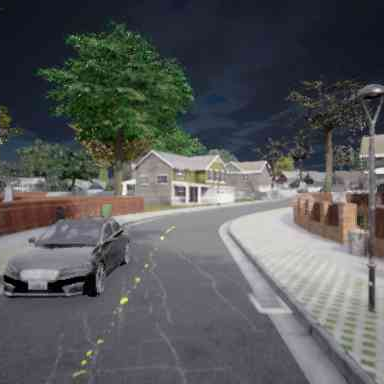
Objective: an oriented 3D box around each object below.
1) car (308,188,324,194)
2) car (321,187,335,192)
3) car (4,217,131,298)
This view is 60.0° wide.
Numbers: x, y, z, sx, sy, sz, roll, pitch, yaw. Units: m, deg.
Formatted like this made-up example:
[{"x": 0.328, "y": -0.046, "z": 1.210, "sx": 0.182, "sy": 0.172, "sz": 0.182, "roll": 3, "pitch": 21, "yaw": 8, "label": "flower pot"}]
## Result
[{"x": 20.615, "y": 0.527, "z": 55.614, "sx": 1.882, "sy": 1.535, "sz": 5.008, "roll": -1, "pitch": 1, "yaw": 32, "label": "car"}, {"x": 26.105, "y": -0.004, "z": 64.250, "sx": 2.150, "sy": 2.045, "sz": 5.566, "roll": -1, "pitch": 1, "yaw": 32, "label": "car"}, {"x": -2.826, "y": 1.444, "z": 8.569, "sx": 2.128, "sy": 1.511, "sz": 4.902, "roll": 0, "pitch": 0, "yaw": 0, "label": "car"}]
